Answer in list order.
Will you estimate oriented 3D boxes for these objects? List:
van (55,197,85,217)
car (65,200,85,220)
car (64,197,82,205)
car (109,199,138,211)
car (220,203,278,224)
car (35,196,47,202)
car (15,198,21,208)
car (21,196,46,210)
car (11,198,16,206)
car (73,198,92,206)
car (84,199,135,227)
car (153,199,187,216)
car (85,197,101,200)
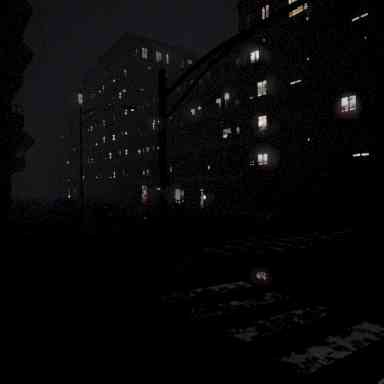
[{"bbox_3d":[-12.338,1.483,32.904,1.690,1.788,3.998,-1,1,-36],"label":"van"},{"bbox_3d":[-9.016,1.652,28.267,1.752,1.417,4.829,-1,1,-36],"label":"car"},{"bbox_3d":[-21.620,1.645,60.287,2.008,1.369,4.403,-1,1,-36],"label":"car"},{"bbox_3d":[-8.740,1.581,42.282,2.008,1.369,4.403,-1,1,-36],"label":"car"},{"bbox_3d":[4.041,1.498,24.417,1.752,1.417,4.829,-1,1,-36],"label":"car"},{"bbox_3d":[-37.720,1.728,82.792,1.887,1.381,4.507,-1,1,-36],"label":"car"},{"bbox_3d":[-25.215,1.770,50.910,1.947,1.339,4.313,-1,1,-36],"label":"car"},{"bbox_3d":[-21.997,1.628,46.409,1.967,1.590,4.097,-1,1,-36],"label":"car"},{"bbox_3d":[-31.655,1.782,59.913,1.887,1.381,4.507,-1,1,-36],"label":"car"},{"bbox_3d":[-18.400,1.644,55.785,1.947,1.339,4.313,-1,1,-36],"label":"car"},{"bbox_3d":[-5.897,1.553,23.904,1.967,1.590,4.097,-1,1,-36],"label":"car"},{"bbox_3d":[-2.301,1.441,33.279,1.967,1.590,4.097,-1,1,-36],"label":"car"},{"bbox_3d":[-15.181,1.502,51.283,1.967,1.590,4.097,-1,1,-36],"label":"car"}]
